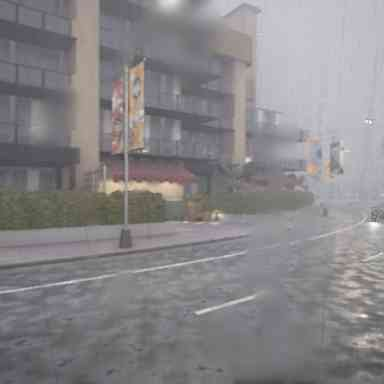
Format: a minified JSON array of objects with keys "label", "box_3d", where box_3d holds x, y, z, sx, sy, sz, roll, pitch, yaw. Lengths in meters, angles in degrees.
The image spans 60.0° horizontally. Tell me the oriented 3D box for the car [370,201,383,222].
[{"label":"car","box_3d":[15.353,1.529,26.322,1.837,1.490,4.892,1,0,30]}]
